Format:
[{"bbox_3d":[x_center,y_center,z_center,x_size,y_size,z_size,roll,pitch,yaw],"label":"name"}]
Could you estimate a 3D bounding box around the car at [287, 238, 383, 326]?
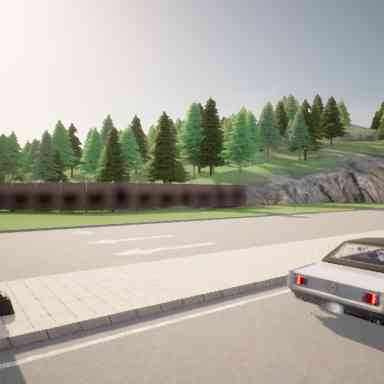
[{"bbox_3d":[4.143,1.601,6.702,4.718,1.301,1.895,0,0,-35],"label":"car"}]
